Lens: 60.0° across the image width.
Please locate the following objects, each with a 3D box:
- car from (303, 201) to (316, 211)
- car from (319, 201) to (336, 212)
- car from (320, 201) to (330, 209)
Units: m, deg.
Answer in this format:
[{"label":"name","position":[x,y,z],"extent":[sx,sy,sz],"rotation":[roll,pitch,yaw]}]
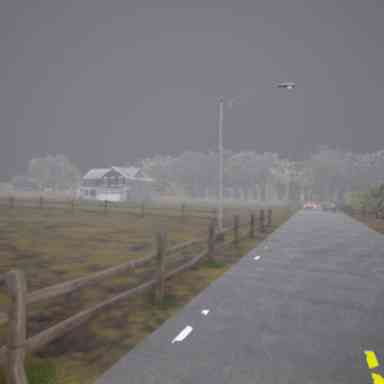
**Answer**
[{"label":"car","position":[19.890,2.305,56.144],"extent":[2.097,1.767,4.553],"rotation":[0,-1,21]},{"label":"car","position":[22.297,2.452,54.268],"extent":[2.128,1.511,4.902],"rotation":[0,-1,19]},{"label":"car","position":[27.393,2.699,68.468],"extent":[1.837,1.490,4.892],"rotation":[0,-1,20]}]
